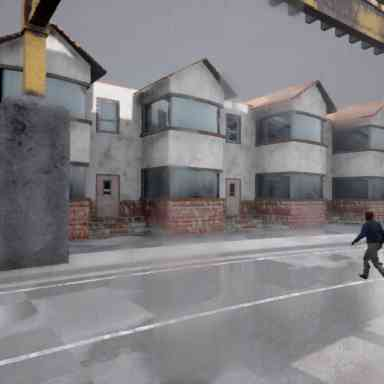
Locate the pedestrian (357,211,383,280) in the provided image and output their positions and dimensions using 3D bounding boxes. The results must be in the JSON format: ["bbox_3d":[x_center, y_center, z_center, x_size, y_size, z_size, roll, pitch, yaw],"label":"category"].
[{"bbox_3d":[4.476,1.305,8.273,0.375,1.860,0.375,1,0,-26],"label":"pedestrian"}]
